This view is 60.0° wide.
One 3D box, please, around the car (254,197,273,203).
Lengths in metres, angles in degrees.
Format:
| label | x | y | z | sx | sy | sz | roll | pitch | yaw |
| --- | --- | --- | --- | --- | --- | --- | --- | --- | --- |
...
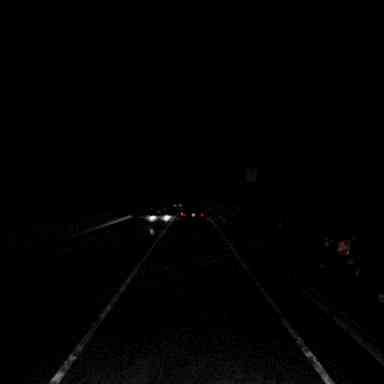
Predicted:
| label | x | y | z | sx | sy | sz | roll | pitch | yaw |
| --- | --- | --- | --- | --- | --- | --- | --- | --- | --- |
| car | 18.740 | 2.123 | 87.758 | 4.553 | 1.767 | 2.185 | 0 | -1 | 0 |

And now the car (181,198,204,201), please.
| label | x | y | z | sx | sy | sz | roll | pitch | yaw |
| --- | --- | --- | --- | --- | --- | --- | --- | --- | --- |
| car | 0.092 | 1.787 | 42.860 | 2.128 | 1.511 | 4.902 | 0 | -1 | 0 |

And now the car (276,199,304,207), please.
| label | x | y | z | sx | sy | sz | roll | pitch | yaw |
| --- | --- | --- | --- | --- | --- | --- | --- | --- | --- |
| car | 18.693 | 2.019 | 63.421 | 4.674 | 1.452 | 2.002 | 0 | -1 | 0 |

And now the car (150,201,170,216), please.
| label | x | y | z | sx | sy | sz | roll | pitch | yaw |
| --- | --- | --- | --- | --- | --- | --- | --- | --- | --- |
| car | -3.353 | 1.740 | 35.720 | 1.812 | 1.442 | 4.674 | 0 | -1 | 0 |

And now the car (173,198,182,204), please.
| label | x | y | z | sx | sy | sz | roll | pitch | yaw |
| --- | --- | --- | --- | --- | --- | --- | --- | --- | --- |
| car | -3.264 | 2.172 | 77.247 | 1.994 | 1.385 | 4.181 | 0 | -1 | 0 |

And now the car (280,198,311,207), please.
| label | x | y | z | sx | sy | sz | roll | pitch | yaw |
| --- | --- | --- | --- | --- | --- | --- | --- | --- | --- |
| car | 18.688 | 1.944 | 60.146 | 4.892 | 1.521 | 2.231 | 0 | -1 | 0 |

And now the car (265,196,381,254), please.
| label | x | y | z | sx | sy | sz | roll | pitch | yaw |
| --- | --- | --- | --- | --- | --- | --- | --- | --- | --- |
| car | 5.620 | 1.235 | 11.274 | 5.566 | 2.045 | 2.435 | 0 | 0 | 0 |

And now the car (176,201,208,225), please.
| label | x | y | z | sx | sy | sz | roll | pitch | yaw |
| --- | --- | --- | --- | --- | --- | --- | --- | --- | --- |
| car | 0.095 | 1.640 | 25.041 | 2.033 | 1.411 | 5.357 | 0 | -1 | 0 |

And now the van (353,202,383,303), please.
| label | x | y | z | sx | sy | sz | roll | pitch | yaw |
| --- | --- | --- | --- | --- | --- | --- | --- | --- | --- |
| van | 5.480 | 1.249 | 5.668 | 4.442 | 1.987 | 1.878 | 0 | 0 | 0 |

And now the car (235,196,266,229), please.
| label | x | y | z | sx | sy | sz | roll | pitch | yaw |
| --- | --- | --- | --- | --- | --- | --- | --- | --- | --- |
| car | 5.621 | 1.272 | 19.684 | 5.566 | 2.045 | 2.435 | 0 | 0 | 0 |

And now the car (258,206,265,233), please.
| label | x | y | z | sx | sy | sz | roll | pitch | yaw |
| --- | --- | --- | --- | --- | --- | --- | --- | --- | --- |
| car | 5.598 | 1.495 | 14.078 | 4.892 | 1.521 | 2.231 | 0 | 0 | 0 |

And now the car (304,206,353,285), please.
| label | x | y | z | sx | sy | sz | roll | pitch | yaw |
| --- | --- | --- | --- | --- | --- | --- | --- | --- | --- |
| car | 5.562 | 1.354 | 8.473 | 4.553 | 1.767 | 2.185 | 0 | 0 | 0 |
